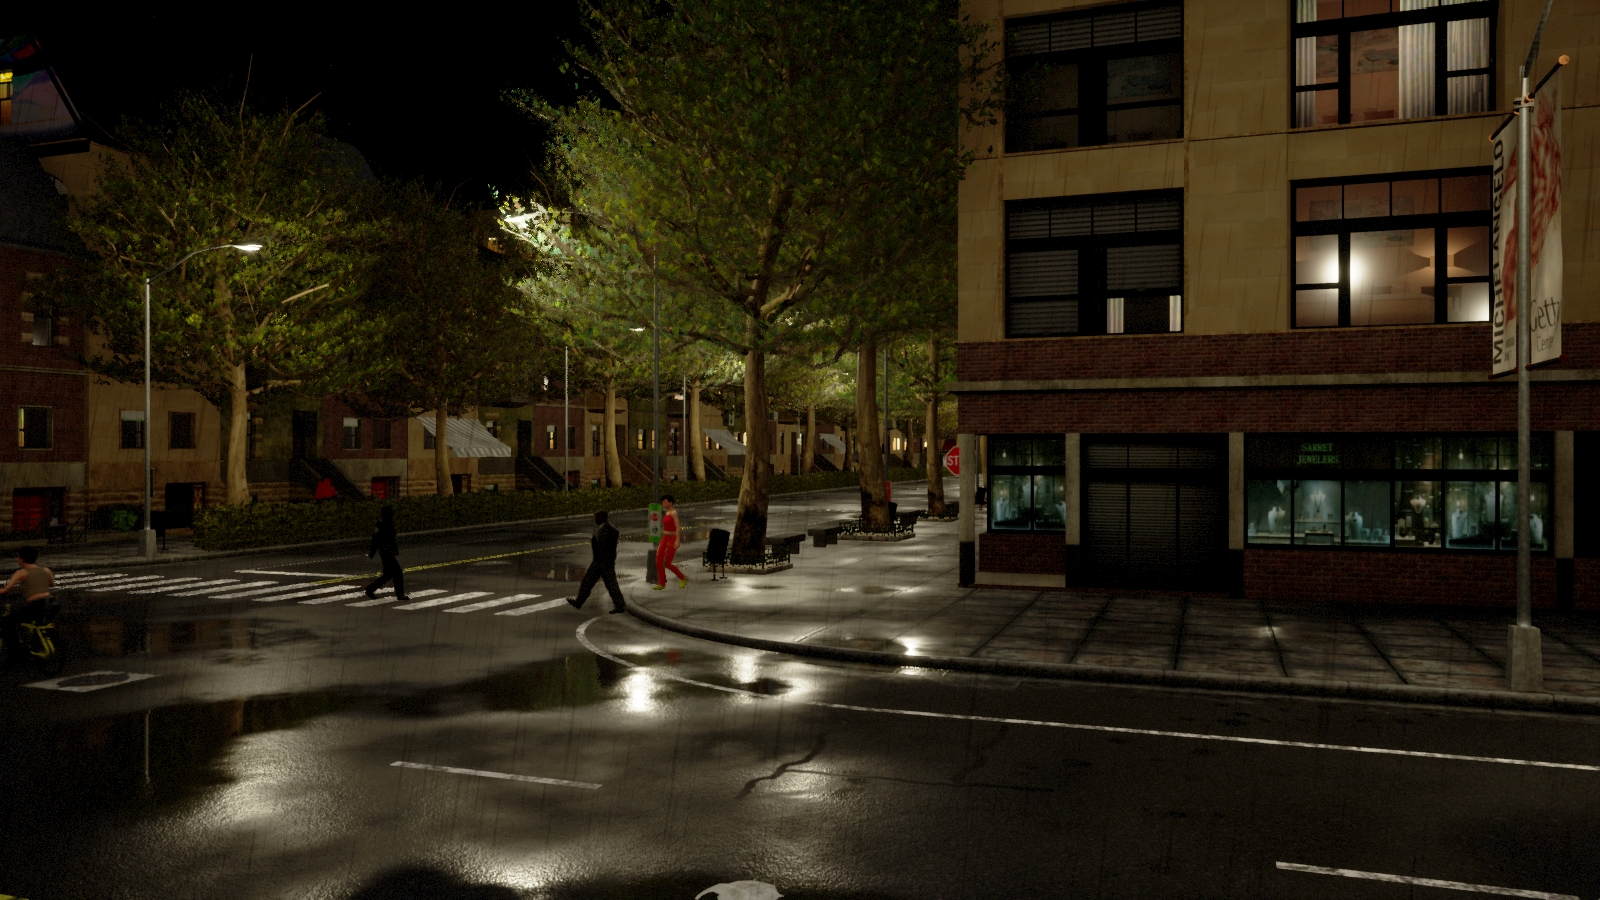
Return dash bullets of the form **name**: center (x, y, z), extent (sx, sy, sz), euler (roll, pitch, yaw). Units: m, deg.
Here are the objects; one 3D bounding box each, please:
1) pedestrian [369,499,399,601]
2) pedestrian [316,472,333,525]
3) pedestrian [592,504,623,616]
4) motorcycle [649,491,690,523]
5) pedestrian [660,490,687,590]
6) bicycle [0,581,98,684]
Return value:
- **pedestrian**: center (-7.712, 1.849, 21.184), extent (0.375, 1.860, 0.375), euler (0, 0, 10)
- **pedestrian**: center (-16.685, 1.696, 40.093), extent (0.375, 1.860, 0.375), euler (0, 0, 18)
- **pedestrian**: center (-3.261, 1.847, 19.332), extent (0.375, 1.860, 0.375), euler (0, 0, 21)
- **motorcycle**: center (-5.119, 2.213, 44.892), extent (0.803, 1.145, 2.033), euler (0, 0, 20)
- **pedestrian**: center (-2.394, 1.696, 21.663), extent (0.375, 1.860, 0.375), euler (0, 0, -34)
- **bicycle**: center (-9.716, 2.256, 14.289), extent (1.487, 1.080, 0.859), euler (0, 0, 20)
